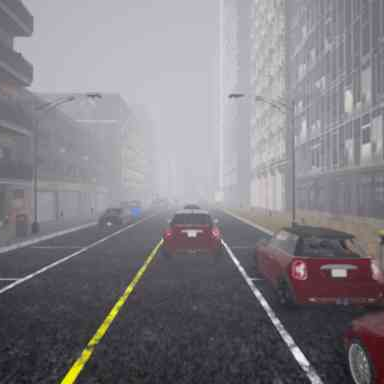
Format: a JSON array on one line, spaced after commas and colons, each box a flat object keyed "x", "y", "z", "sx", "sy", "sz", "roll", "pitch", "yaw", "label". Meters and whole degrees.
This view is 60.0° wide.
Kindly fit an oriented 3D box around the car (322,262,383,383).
[{"x": 2.690, "y": 1.608, "z": 2.373, "sx": 1.802, "sy": 1.307, "sz": 4.206, "roll": 0, "pitch": -1, "yaw": 0, "label": "car"}]

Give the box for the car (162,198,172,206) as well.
[{"x": -5.672, "y": 2.251, "z": 75.804, "sx": 1.967, "sy": 1.590, "sz": 4.097, "roll": 0, "pitch": -1, "yaw": 0, "label": "car"}]

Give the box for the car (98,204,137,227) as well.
[{"x": -5.685, "y": 1.828, "z": 24.968, "sx": 1.947, "sy": 1.339, "sz": 4.313, "roll": 0, "pitch": -1, "yaw": 0, "label": "car"}]

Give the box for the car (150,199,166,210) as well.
[{"x": -5.678, "y": 2.143, "z": 53.209, "sx": 1.802, "sy": 1.307, "sz": 4.206, "roll": 0, "pitch": -1, "yaw": 0, "label": "car"}]

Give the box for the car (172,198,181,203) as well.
[{"x": -3.002, "y": 2.048, "z": 65.378, "sx": 2.097, "sy": 1.767, "sz": 4.553, "roll": 0, "pitch": -1, "yaw": 0, "label": "car"}]

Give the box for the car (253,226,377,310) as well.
[{"x": 2.691, "y": 1.525, "z": 8.022, "sx": 1.967, "sy": 1.590, "sz": 4.097, "roll": 0, "pitch": -1, "yaw": 0, "label": "car"}]

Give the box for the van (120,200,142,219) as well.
[{"x": -5.683, "y": 1.662, "z": 30.619, "sx": 1.690, "sy": 1.788, "sz": 3.998, "roll": 0, "pitch": -1, "yaw": 0, "label": "van"}]

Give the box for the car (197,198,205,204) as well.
[{"x": 2.381, "y": 2.409, "z": 86.608, "sx": 1.882, "sy": 1.535, "sz": 5.008, "roll": 0, "pitch": -1, "yaw": 0, "label": "car"}]

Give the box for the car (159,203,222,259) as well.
[{"x": 0.024, "y": 1.492, "z": 13.414, "sx": 2.097, "sy": 1.767, "sz": 4.553, "roll": 0, "pitch": -1, "yaw": 0, "label": "car"}]

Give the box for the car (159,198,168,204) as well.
[{"x": -5.676, "y": 2.205, "z": 58.857, "sx": 1.802, "sy": 1.307, "sz": 4.206, "roll": 0, "pitch": -1, "yaw": 0, "label": "car"}]

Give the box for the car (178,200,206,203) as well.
[{"x": 0.035, "y": 1.784, "z": 29.246, "sx": 1.882, "sy": 1.535, "sz": 5.008, "roll": 0, "pitch": 0, "yaw": 0, "label": "car"}]

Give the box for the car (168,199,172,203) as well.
[{"x": -5.676, "y": 2.001, "z": 64.508, "sx": 2.192, "sy": 1.841, "sz": 5.009, "roll": 0, "pitch": -1, "yaw": 0, "label": "car"}]

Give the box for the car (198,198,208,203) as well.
[{"x": 2.708, "y": 2.338, "z": 75.971, "sx": 1.752, "sy": 1.417, "sz": 4.829, "roll": 0, "pitch": -1, "yaw": 0, "label": "car"}]
